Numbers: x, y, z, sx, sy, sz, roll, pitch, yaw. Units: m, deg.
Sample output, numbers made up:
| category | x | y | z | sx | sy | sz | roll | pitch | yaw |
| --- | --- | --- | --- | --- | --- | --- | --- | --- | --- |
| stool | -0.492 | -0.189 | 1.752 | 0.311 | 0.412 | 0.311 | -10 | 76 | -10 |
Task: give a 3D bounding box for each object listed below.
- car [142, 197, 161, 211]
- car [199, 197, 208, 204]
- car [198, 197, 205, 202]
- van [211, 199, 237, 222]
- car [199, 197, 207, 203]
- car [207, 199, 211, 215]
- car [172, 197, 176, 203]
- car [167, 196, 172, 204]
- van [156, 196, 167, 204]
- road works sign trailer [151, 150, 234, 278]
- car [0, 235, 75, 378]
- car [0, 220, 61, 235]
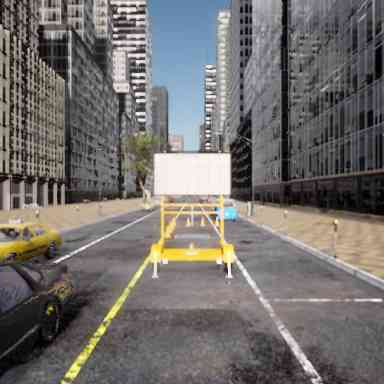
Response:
| category | x | y | z | sx | sy | sz | roll | pitch | yaw |
| --- | --- | --- | --- | --- | --- | --- | --- | --- | --- |
| car | -5.641 | 1.754 | 44.442 | 1.752 | 1.417 | 4.829 | 0 | 0 | 0 |
| car | 2.772 | 1.929 | 72.940 | 2.008 | 1.369 | 4.403 | 0 | 0 | 0 |
| car | 2.799 | 2.044 | 95.608 | 1.887 | 1.381 | 4.507 | 0 | 0 | 0 |
| van | 2.719 | 1.482 | 27.598 | 1.690 | 1.788 | 3.998 | 0 | 0 | 0 |
| car | 2.785 | 1.983 | 84.276 | 1.887 | 1.381 | 4.507 | 0 | 0 | 0 |
| car | 2.726 | 1.697 | 33.435 | 1.752 | 1.417 | 4.829 | 0 | 0 | 0 |
| car | -5.602 | 1.723 | 78.620 | 2.192 | 1.841 | 5.009 | 0 | 0 | 0 |
| car | -5.615 | 1.899 | 67.283 | 2.008 | 1.369 | 4.403 | 0 | 0 | 0 |
| van | -5.628 | 1.630 | 55.949 | 1.690 | 1.788 | 3.998 | 0 | 0 | 0 |
| road works sign trailer | 0.010 | 0.517 | 10.340 | 2.380 | 3.560 | 2.880 | 0 | 0 | 0 |
| car | -2.997 | 1.566 | 3.656 | 2.033 | 1.411 | 5.357 | 0 | 0 | 0 |
| car | -5.681 | 1.578 | 10.435 | 1.752 | 1.417 | 4.829 | 0 | 0 | 0 |
